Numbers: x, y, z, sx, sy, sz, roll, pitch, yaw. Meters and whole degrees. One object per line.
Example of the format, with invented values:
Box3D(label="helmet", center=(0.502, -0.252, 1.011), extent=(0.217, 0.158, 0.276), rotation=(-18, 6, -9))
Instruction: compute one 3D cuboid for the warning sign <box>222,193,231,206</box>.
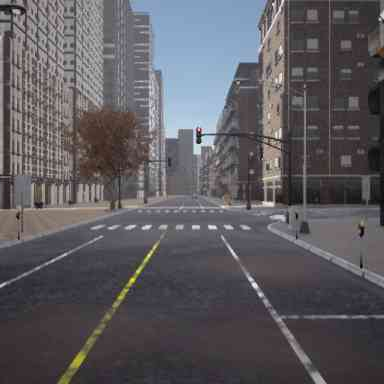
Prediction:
Box3D(label="warning sign", center=(5.069, 1.135, 49.012), extent=(1.300, 1.860, 1.060), rotation=(0, 0, 0))
